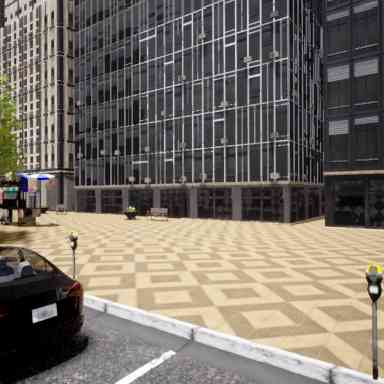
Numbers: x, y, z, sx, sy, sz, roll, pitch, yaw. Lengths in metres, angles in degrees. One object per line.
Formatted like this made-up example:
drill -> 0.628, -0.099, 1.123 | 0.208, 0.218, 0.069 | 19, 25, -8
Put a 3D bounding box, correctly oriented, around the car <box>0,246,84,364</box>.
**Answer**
car -> -3.553, 1.566, 5.418 | 4.313, 1.339, 1.947 | 0, 0, 36
